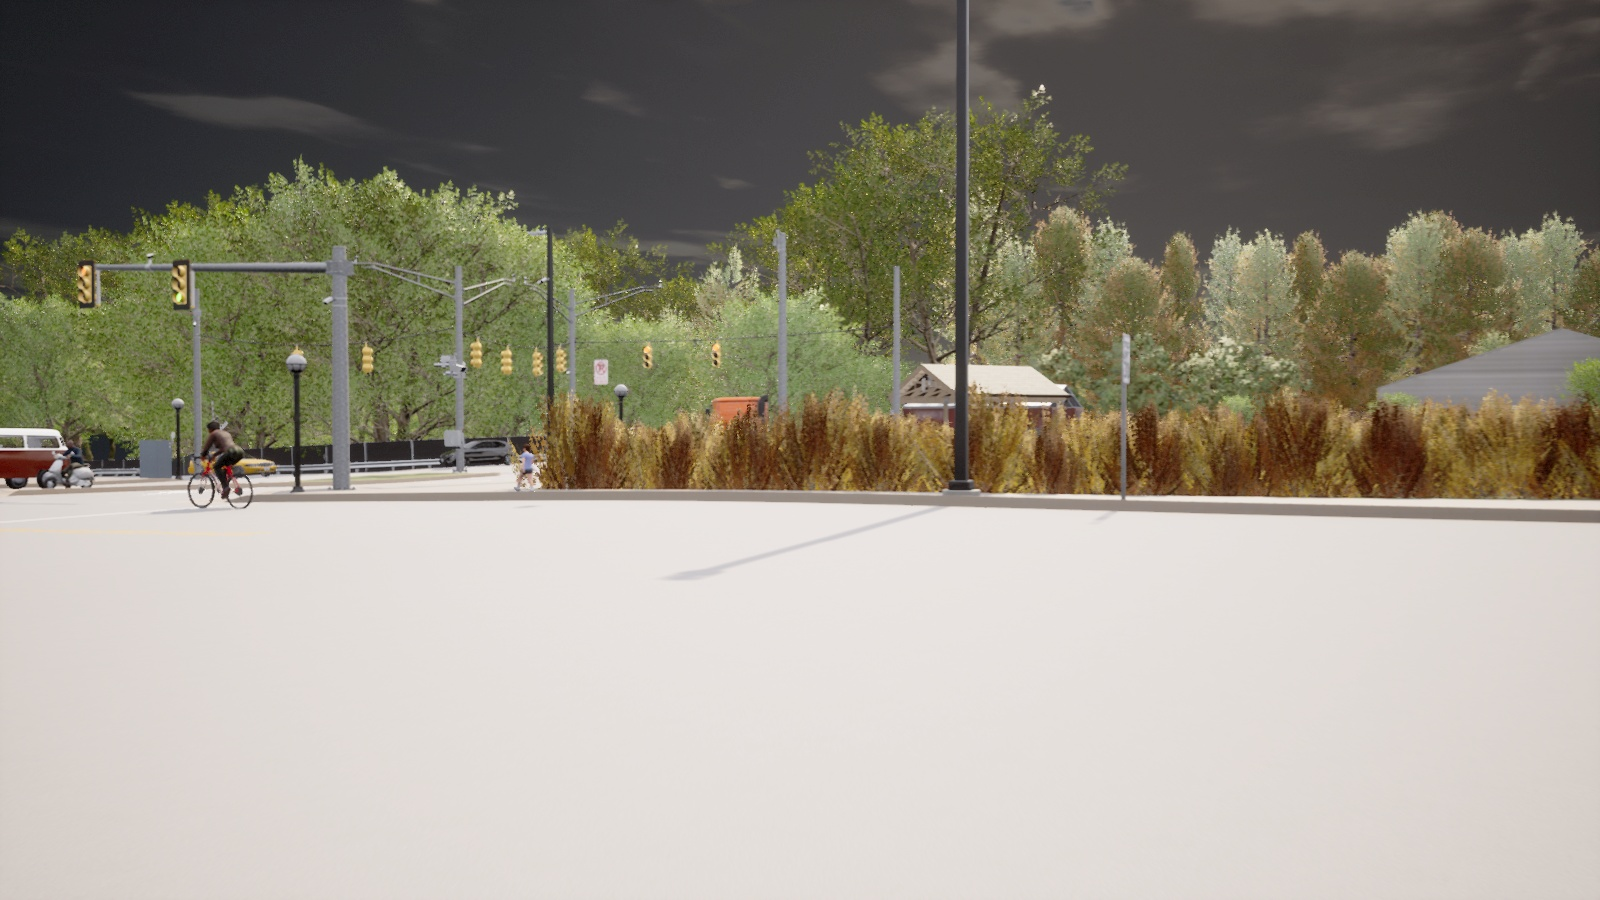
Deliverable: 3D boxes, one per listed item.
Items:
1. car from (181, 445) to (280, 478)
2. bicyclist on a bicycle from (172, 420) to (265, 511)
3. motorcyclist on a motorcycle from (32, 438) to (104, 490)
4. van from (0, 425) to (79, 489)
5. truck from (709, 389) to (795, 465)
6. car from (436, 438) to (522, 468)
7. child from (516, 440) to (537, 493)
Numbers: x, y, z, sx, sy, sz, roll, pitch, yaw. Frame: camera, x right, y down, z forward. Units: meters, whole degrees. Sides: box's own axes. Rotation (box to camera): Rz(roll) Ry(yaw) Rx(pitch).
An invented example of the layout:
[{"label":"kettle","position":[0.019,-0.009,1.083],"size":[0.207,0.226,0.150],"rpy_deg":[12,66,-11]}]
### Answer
[{"label":"car","position":[-29.901,0.605,65.918],"size":[5.366,1.575,1.801],"rpy_deg":[-1,1,29]},{"label":"bicyclist on a bicycle","position":[-10.717,0.270,23.142],"size":[1.656,1.620,0.582],"rpy_deg":[1,2,24]},{"label":"motorcyclist on a motorcycle","position":[-22.826,0.427,39.187],"size":[0.866,1.590,1.817],"rpy_deg":[0,0,19]},{"label":"van","position":[-26.264,0.237,40.897],"size":[2.069,2.038,4.480],"rpy_deg":[-1,-1,23]},{"label":"truck","position":[-2.498,-1.082,62.352],"size":[2.891,3.462,7.936],"rpy_deg":[-1,0,-12]},{"label":"car","position":[-17.800,0.144,69.668],"size":[4.193,1.474,1.816],"rpy_deg":[-3,2,-38]},{"label":"child","position":[-5.882,0.347,27.019],"size":[0.394,1.110,0.255],"rpy_deg":[1,2,43]}]
